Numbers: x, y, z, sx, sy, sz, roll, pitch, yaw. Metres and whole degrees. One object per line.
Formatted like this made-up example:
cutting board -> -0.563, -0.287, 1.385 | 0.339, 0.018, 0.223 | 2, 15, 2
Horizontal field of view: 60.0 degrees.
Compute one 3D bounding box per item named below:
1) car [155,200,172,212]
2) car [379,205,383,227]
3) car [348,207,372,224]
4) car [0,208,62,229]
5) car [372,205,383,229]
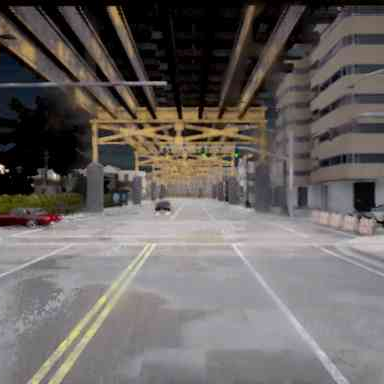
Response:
car -> -3.500, 1.724, 41.434 | 2.033, 1.411, 5.357 | 0, 0, 0
car -> 13.310, 1.381, 19.214 | 4.536, 1.218, 1.853 | 0, 0, -20
car -> 13.635, 1.398, 23.333 | 4.536, 1.218, 1.853 | 0, 0, 25
car -> -11.102, 1.695, 21.712 | 4.718, 1.301, 1.895 | 0, 0, 10
car -> 13.261, 1.538, 19.195 | 4.974, 1.542, 2.038 | 0, 0, -20
